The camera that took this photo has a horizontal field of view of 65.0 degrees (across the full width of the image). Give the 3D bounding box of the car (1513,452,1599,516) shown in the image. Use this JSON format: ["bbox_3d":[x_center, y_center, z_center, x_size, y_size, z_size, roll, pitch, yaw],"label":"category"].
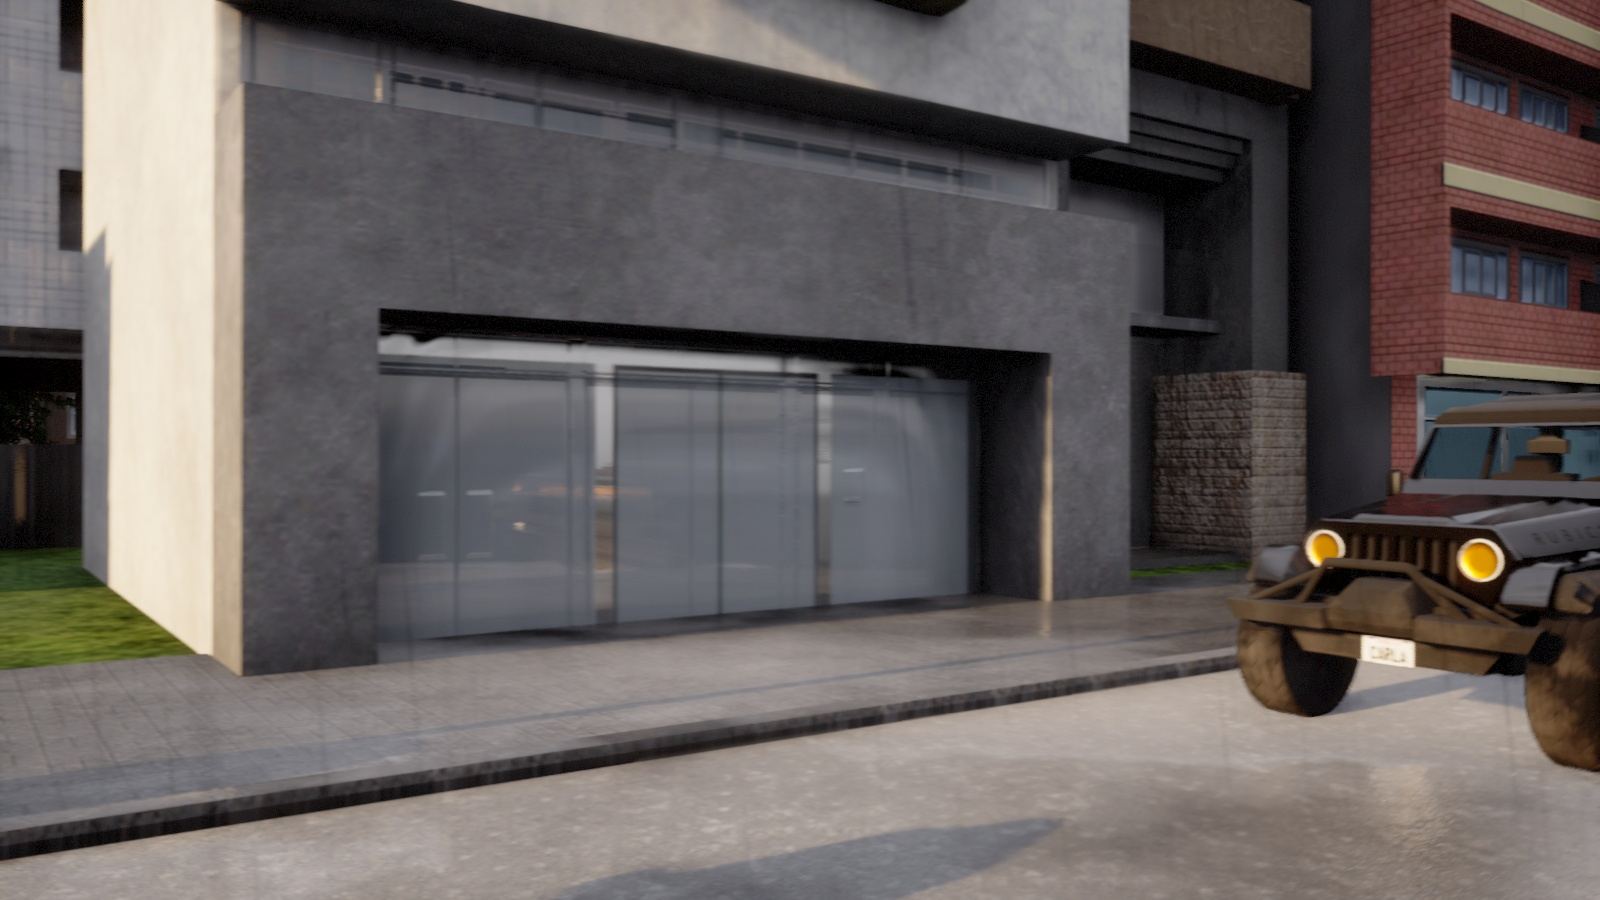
[{"bbox_3d":[19.503,0.791,30.207,1.845,1.501,3.633,0,0,-32],"label":"car"}]

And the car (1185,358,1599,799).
[{"bbox_3d":[4.251,0.549,7.227,3.866,1.878,1.905,0,0,-35],"label":"car"}]
